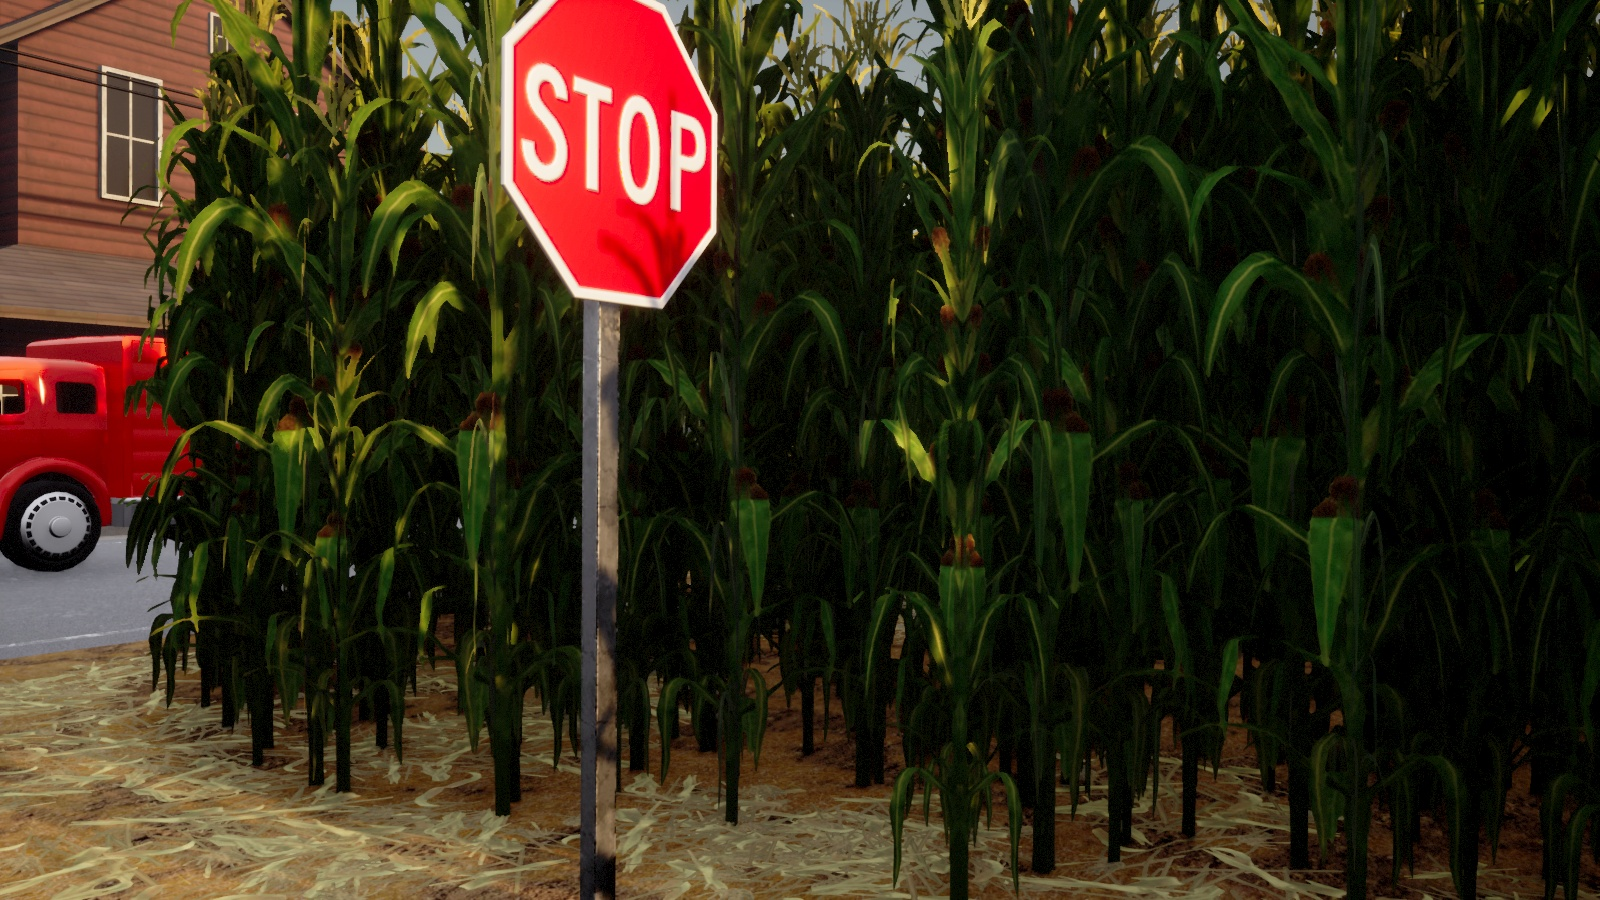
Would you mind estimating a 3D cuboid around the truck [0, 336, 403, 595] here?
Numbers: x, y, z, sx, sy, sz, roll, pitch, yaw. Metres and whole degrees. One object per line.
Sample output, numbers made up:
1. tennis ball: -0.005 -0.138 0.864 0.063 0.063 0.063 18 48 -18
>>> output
1. truck: -7.577 0.115 14.479 2.627 2.467 5.204 0 1 33
